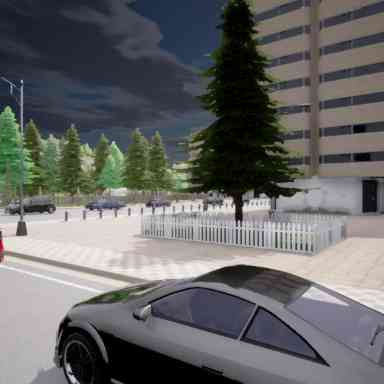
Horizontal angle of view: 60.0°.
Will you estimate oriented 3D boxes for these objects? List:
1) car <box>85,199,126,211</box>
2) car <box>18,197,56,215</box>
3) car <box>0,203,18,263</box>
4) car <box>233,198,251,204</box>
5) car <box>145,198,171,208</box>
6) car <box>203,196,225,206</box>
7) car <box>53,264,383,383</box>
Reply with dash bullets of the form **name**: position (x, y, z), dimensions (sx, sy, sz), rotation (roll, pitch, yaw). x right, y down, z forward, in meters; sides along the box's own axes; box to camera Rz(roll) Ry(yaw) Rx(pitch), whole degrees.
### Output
- **car**: position (-10.652, 1.547, 41.412), dimensions (2.033, 1.411, 5.357), rotation (0, 0, 35)
- **car**: position (-16.226, 1.352, 33.574), dimensions (2.097, 1.767, 4.553), rotation (0, 0, 35)
- **car**: position (-7.352, 1.221, 9.179), dimensions (5.566, 2.045, 2.150), rotation (0, 0, 36)
- **car**: position (9.447, 1.505, 63.286), dimensions (1.837, 1.490, 4.892), rotation (0, 0, 35)
- **car**: position (-4.964, 1.564, 49.384), dimensions (1.994, 1.385, 4.181), rotation (0, 0, 36)
- **car**: position (3.643, 1.505, 55.130), dimensions (1.837, 1.490, 4.892), rotation (0, 0, 35)
- **car**: position (0.339, 1.564, 3.749), dimensions (4.181, 1.385, 1.994), rotation (0, 0, 35)
